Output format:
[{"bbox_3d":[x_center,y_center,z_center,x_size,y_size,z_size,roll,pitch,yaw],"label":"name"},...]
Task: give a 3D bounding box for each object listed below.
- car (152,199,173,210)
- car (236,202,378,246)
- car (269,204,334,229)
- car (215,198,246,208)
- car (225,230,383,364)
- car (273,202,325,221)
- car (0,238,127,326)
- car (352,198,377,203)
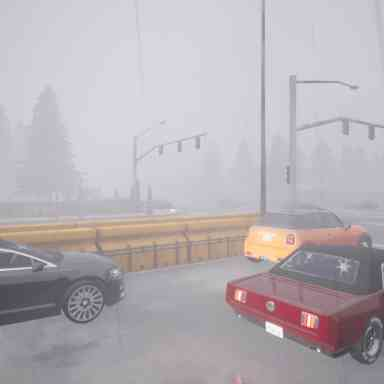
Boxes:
[{"bbox_3d":[-4.243,1.564,43.989,1.994,1.385,4.181,0,0,-36],"label":"car"},{"bbox_3d":[3.885,1.352,10.829,4.553,1.767,2.097,0,0,-36],"label":"car"},{"bbox_3d":[7.345,1.564,22.155,4.181,1.385,1.994,0,0,-36],"label":"car"},{"bbox_3d":[5.575,1.547,48.244,2.033,1.411,5.357,0,0,-32],"label":"car"},{"bbox_3d":[2.937,1.601,5.848,4.718,1.301,1.895,0,0,-36],"label":"car"},{"bbox_3d":[8.888,1.564,27.560,4.181,1.385,1.994,0,0,-36],"label":"car"},{"bbox_3d":[-3.528,1.492,5.522,4.902,1.511,2.128,0,0,-36],"label":"car"},{"bbox_3d":[21.017,1.526,41.043,4.674,1.442,1.812,0,0,-28],"label":"car"}]
